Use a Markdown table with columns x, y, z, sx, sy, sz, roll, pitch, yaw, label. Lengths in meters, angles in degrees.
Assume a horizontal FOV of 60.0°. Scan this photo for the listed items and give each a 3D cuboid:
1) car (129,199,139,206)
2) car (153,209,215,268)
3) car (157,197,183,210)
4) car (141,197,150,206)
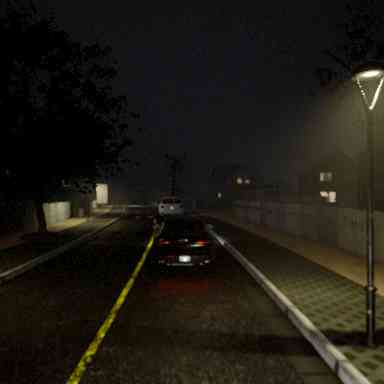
| x | y | z | sx | sy | sz | roll | pitch | yaw | label |
| --- | --- | --- | --- | --- | --- | --- | --- | --- | --- |
| -13.383 | 2.416 | 76.811 | 1.994 | 1.385 | 4.181 | 0 | -1 | -10 | car |
| -0.301 | 1.567 | 11.492 | 1.837 | 1.490 | 4.892 | 0 | 0 | -2 | car |
| -2.099 | 1.483 | 31.662 | 2.150 | 2.045 | 5.566 | 0 | -1 | -7 | car |
| -10.667 | 2.404 | 77.224 | 2.033 | 1.411 | 5.357 | 0 | -1 | -10 | car |
